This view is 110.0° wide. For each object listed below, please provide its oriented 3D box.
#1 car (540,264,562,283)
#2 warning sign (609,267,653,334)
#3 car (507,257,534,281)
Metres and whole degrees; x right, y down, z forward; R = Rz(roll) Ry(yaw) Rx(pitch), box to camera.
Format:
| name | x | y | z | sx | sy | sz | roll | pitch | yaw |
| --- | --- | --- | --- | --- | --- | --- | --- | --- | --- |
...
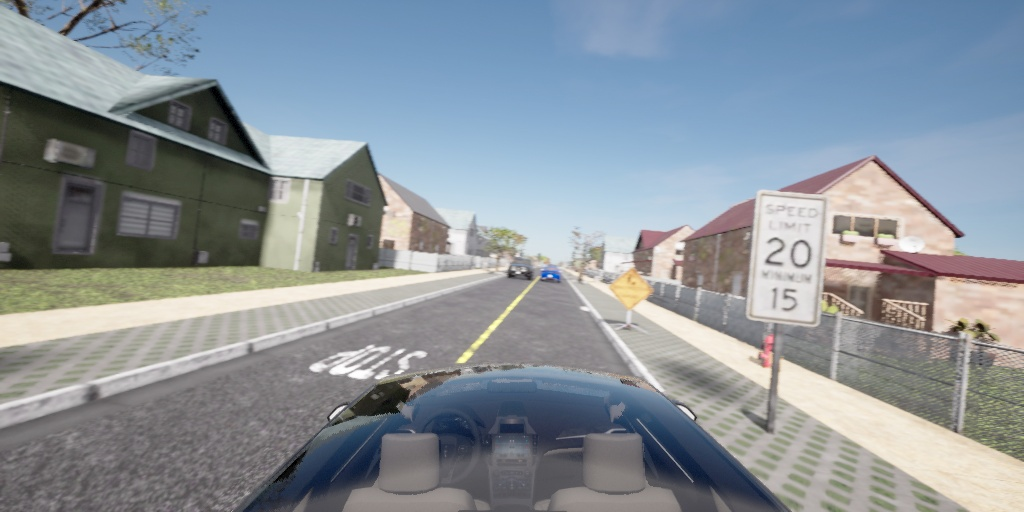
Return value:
| name | x | y | z | sx | sy | sz | roll | pitch | yaw |
| --- | --- | --- | --- | --- | --- | --- | --- | --- | --- |
| car | 3.899 | 1.774 | 35.842 | 1.882 | 1.535 | 5.008 | 6 | 0 | 7 |
| warning sign | 3.473 | 1.262 | 10.759 | 1.300 | 1.860 | 1.060 | 0 | 0 | 7 |
| car | 0.931 | 1.196 | 34.614 | 2.150 | 2.045 | 5.566 | 6 | -1 | 7 |
